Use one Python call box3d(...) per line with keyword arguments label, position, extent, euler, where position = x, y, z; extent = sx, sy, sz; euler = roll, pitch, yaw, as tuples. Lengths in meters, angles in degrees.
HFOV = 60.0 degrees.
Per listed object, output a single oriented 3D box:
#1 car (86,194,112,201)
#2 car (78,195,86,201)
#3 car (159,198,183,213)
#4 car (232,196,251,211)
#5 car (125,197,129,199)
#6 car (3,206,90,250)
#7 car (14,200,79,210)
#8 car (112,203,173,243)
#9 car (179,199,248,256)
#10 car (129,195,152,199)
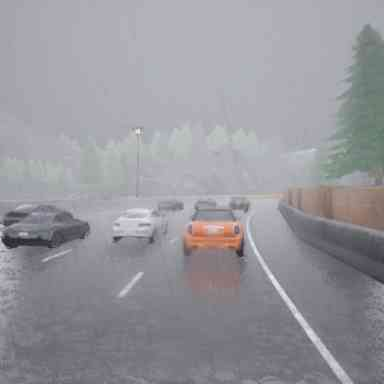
box3d(label="car", position=(-16.524, 1.323, 60.482), extent=(1.837, 1.490, 4.892), euler=(0, 0, 21))
box3d(label="car", position=(-19.408, 1.160, 62.734), extent=(2.097, 1.767, 4.553), euler=(0, 0, 21))
box3d(label="car", position=(-2.195, 1.399, 35.788), extent=(2.128, 1.511, 4.902), euler=(0, 0, 14))
box3d(label="car", position=(5.386, 1.272, 37.097), extent=(2.097, 1.767, 4.553), euler=(0, 0, 15))
box3d(label="car", position=(-11.348, 1.346, 63.997), extent=(1.812, 1.442, 4.674), euler=(0, 0, 23))
box3d(label="car", position=(-6.009, 1.517, 14.257), extent=(1.994, 1.385, 4.181), euler=(0, 0, 6))
box3d(label="car", position=(-8.885, 1.438, 19.675), extent=(1.837, 1.490, 4.892), euler=(0, 0, 8))
box3d(label="car", position=(-2.338, 1.482, 15.796), extent=(1.812, 1.442, 4.674), euler=(0, 0, 6))
box3d(label="car", position=(0.919, 1.321, 13.244), extent=(2.097, 1.767, 4.553), euler=(0, 0, 6))
box3d(label="car", position=(-8.776, 1.380, 61.100), extent=(2.033, 1.411, 5.357), euler=(0, 0, 23))
